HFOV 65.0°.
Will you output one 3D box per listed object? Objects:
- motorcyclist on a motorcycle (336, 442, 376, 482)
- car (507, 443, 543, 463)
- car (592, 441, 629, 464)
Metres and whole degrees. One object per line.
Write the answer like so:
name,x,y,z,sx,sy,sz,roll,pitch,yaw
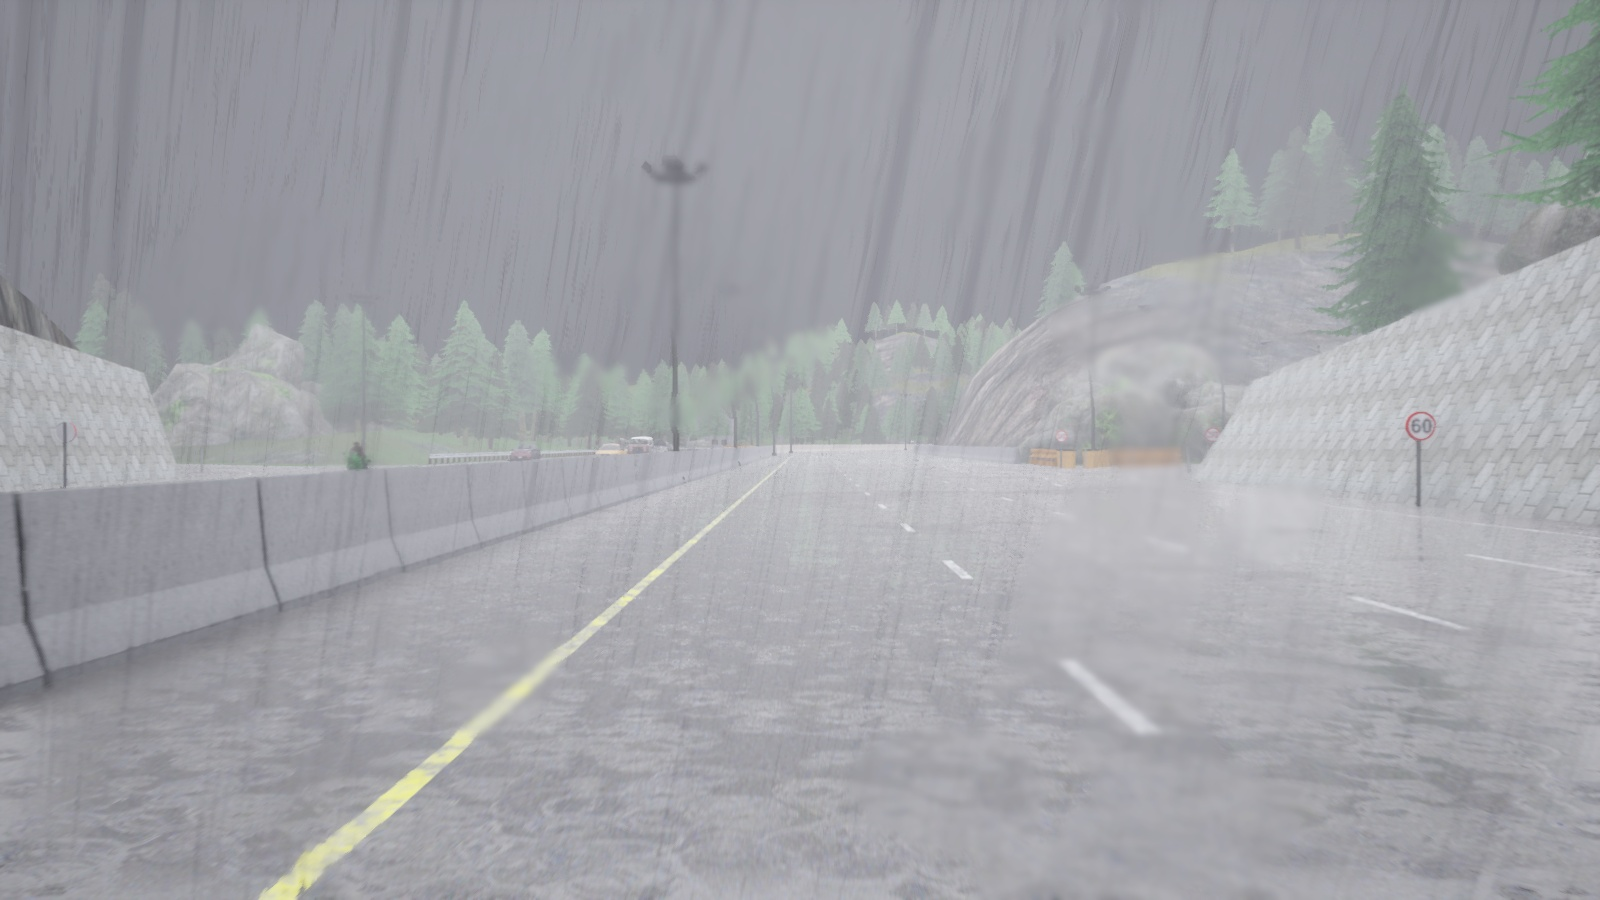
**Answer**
motorcyclist on a motorcycle,-17.208,0.440,48.731,0.797,1.523,2.044,0,0,0
car,-20.454,0.217,93.409,1.845,1.501,3.633,0,0,0
car,-13.475,0.169,89.677,1.801,1.575,5.366,0,0,0
